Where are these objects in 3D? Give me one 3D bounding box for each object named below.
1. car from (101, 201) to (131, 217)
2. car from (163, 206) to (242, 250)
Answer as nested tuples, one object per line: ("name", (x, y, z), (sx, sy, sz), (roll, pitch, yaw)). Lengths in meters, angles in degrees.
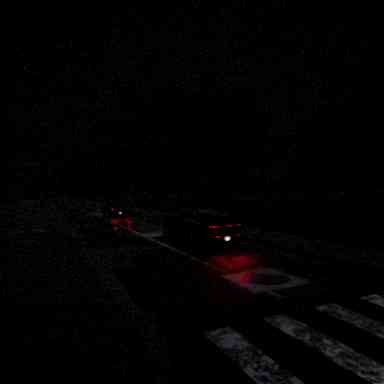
("car", (-6.919, 1.455, 29.834), (1.895, 1.301, 4.718), (-2, 1, -24))
("car", (0.249, 1.368, 13.981), (1.837, 1.490, 4.892), (-2, 1, -24))
